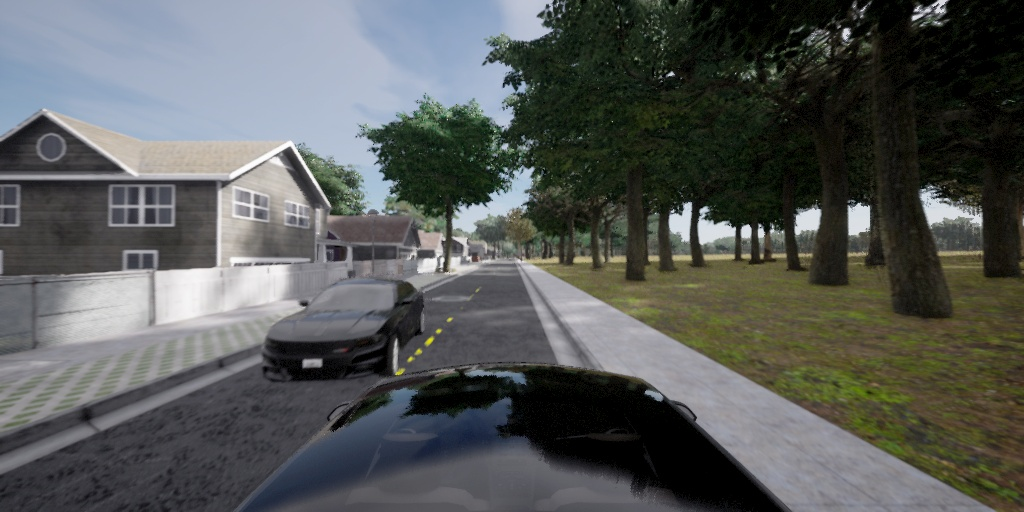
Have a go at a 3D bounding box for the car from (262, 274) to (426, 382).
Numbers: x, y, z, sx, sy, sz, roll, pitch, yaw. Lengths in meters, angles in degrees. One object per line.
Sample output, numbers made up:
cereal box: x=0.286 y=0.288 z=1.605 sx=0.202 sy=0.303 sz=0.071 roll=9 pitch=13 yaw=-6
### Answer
car: x=-2.988 y=1.193 z=7.393 sx=1.882 sy=1.535 sz=5.008 roll=0 pitch=0 yaw=-6
